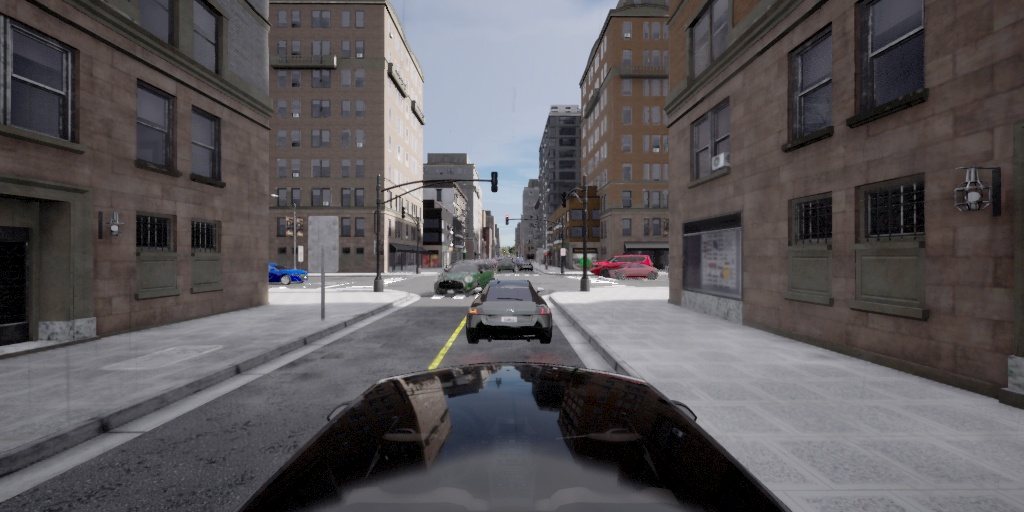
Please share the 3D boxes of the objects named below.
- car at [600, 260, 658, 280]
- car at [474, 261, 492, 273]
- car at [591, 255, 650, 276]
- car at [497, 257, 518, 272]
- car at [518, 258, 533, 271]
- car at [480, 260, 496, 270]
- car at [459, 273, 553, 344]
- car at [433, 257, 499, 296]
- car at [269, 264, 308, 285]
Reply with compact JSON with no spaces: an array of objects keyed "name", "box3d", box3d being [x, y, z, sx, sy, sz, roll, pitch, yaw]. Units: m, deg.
[{"name":"car","box3d":[9.943,1.275,30.014,4.181,1.385,1.994,0,0,0]},{"name":"car","box3d":[-3.574,1.315,44.668,1.812,1.442,4.674,0,0,1]},{"name":"car","box3d":[10.191,0.938,33.317,5.566,2.045,2.150,0,0,1]},{"name":"car","box3d":[-0.681,1.144,46.341,2.097,1.767,4.553,0,0,0]},{"name":"car","box3d":[1.901,1.362,48.685,1.948,1.339,4.313,0,0,0]},{"name":"car","box3d":[-3.633,1.356,55.093,2.033,1.411,5.357,0,0,-1]},{"name":"car","box3d":[-0.070,1.315,9.614,1.994,1.385,4.181,0,0,0]},{"name":"car","box3d":[-2.438,1.097,19.125,2.097,1.767,4.553,0,0,12]},{"name":"car","box3d":[-17.583,1.292,26.197,5.008,1.535,1.882,0,0,1]}]
